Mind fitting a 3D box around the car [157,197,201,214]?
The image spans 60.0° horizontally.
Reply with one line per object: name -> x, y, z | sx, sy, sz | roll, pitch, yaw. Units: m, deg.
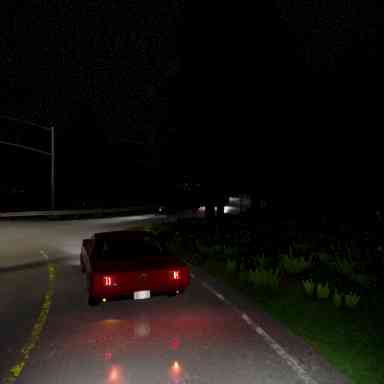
car -> -1.232, 1.256, 31.942 | 2.128, 1.511, 4.902 | 0, 2, 42

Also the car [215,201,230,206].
car -> 3.416, 0.737, 39.992 | 1.837, 1.490, 4.892 | 0, 4, 13

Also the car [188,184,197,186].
car -> 0.013, -1.820, 70.135 | 2.128, 1.511, 4.902 | 0, 5, -1

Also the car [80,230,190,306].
car -> -1.695, 1.601, 8.189 | 1.895, 1.301, 4.718 | 0, 0, -21
